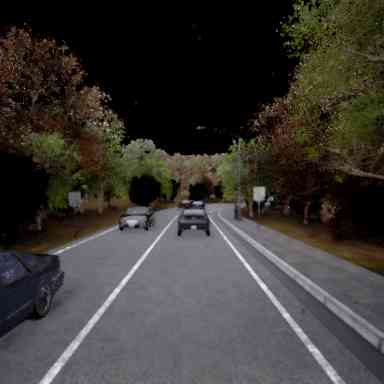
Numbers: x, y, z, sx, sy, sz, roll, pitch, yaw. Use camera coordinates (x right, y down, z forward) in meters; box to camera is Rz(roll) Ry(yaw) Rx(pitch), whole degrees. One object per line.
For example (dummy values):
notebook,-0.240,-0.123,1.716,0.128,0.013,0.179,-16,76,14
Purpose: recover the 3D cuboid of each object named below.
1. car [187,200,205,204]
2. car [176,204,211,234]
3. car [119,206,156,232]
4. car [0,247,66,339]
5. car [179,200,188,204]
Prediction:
car,0.871,1.938,43.477,1.882,1.535,5.008,0,-1,5
car,0.102,1.701,20.439,1.837,1.490,4.892,0,-1,0
car,-3.533,1.707,22.096,2.128,1.511,4.902,0,-1,1
car,-3.581,1.576,4.732,2.033,1.411,5.357,0,-1,0
car,-0.975,2.046,56.397,1.882,1.535,5.008,1,0,11
